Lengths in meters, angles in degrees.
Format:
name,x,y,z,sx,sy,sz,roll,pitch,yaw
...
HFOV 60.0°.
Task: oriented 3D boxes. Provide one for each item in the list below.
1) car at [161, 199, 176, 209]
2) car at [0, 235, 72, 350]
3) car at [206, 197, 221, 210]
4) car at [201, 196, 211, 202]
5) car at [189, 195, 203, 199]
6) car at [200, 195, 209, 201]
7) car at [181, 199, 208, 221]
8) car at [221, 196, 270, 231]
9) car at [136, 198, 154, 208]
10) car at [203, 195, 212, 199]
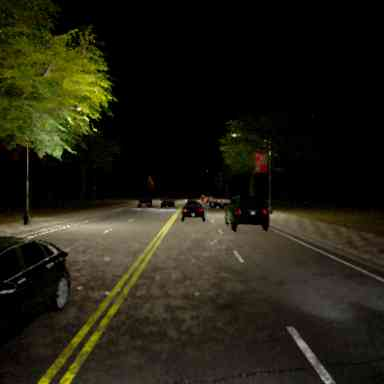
name,x,y,z,sx,sy,sz,roll,pitch,yaw
car,-3.327,1.637,46.632,1.895,1.301,4.718,0,0,0
car,-3.351,1.507,4.911,1.837,1.490,4.892,0,0,0
car,3.249,1.635,44.284,1.895,1.301,4.718,0,0,0
car,3.249,1.588,77.253,2.033,1.411,5.357,0,0,0
car,0.100,1.585,48.828,2.033,1.411,5.357,0,0,0
car,3.249,1.576,88.253,2.033,1.411,5.357,0,0,0
car,0.100,1.544,27.410,1.812,1.442,4.674,0,0,0
car,3.350,1.236,20.971,2.150,2.045,5.566,0,0,0
car,-6.572,1.563,47.586,1.812,1.442,4.674,0,0,0
car,3.249,1.536,55.254,2.128,1.511,4.902,0,0,0
